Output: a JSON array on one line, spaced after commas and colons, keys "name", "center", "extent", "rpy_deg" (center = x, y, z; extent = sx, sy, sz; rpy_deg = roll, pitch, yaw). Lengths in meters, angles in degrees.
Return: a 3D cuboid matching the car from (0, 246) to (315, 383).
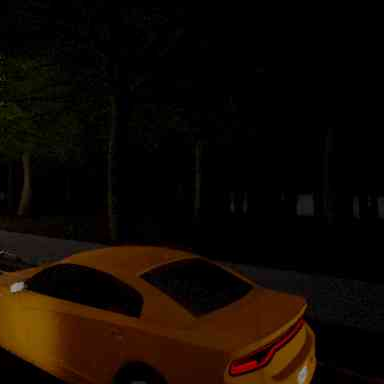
[{"name": "car", "center": [-1.034, 1.473, 4.419], "extent": [5.008, 1.535, 1.882], "rpy_deg": [0, 0, 35]}]
